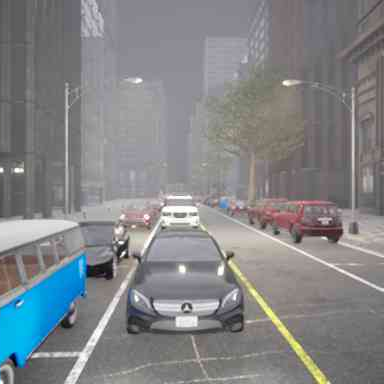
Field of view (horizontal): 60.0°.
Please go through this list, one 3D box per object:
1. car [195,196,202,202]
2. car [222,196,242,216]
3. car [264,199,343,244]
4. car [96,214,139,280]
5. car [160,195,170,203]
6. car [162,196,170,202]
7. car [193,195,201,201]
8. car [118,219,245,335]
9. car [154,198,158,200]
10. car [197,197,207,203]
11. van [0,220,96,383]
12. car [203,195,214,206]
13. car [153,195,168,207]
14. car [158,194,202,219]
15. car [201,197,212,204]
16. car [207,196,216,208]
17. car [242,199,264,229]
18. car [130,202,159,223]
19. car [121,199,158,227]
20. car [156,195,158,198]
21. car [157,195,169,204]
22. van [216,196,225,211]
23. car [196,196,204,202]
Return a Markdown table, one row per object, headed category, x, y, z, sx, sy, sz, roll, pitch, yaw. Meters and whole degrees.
| category | x | y | z | sx | sy | sz | roll | pitch | yaw |
| --- | --- | --- | --- | --- | --- | --- | --- | --- | --- |
| car | 1.713 | 1.853 | 89.216 | 1.802 | 1.307 | 4.206 | 0 | 0 | -3 |
| car | 4.497 | 1.500 | 32.891 | 1.967 | 1.590 | 4.097 | 0 | 0 | -3 |
| car | 5.331 | 1.339 | 15.993 | 2.192 | 1.841 | 5.009 | 0 | 0 | -3 |
| car | -2.906 | 1.576 | 9.954 | 1.947 | 1.339 | 4.313 | 0 | 0 | -3 |
| car | -6.245 | 1.531 | 77.538 | 2.192 | 1.841 | 5.009 | 0 | 0 | -3 |
| car | -6.523 | 1.786 | 83.169 | 1.887 | 1.381 | 4.507 | 0 | 0 | -3 |
| car | 1.435 | 1.739 | 94.850 | 1.967 | 1.590 | 4.097 | 0 | 0 | -3 |
| car | -0.185 | 1.533 | 6.912 | 1.812 | 1.442 | 4.674 | 0 | 0 | -3 |
| car | -4.297 | 1.651 | 38.115 | 1.802 | 1.307 | 4.206 | 0 | 0 | -3 |
| car | 2.270 | 1.785 | 77.951 | 1.947 | 1.339 | 4.313 | 0 | 0 | -3 |
| van | -2.627 | 1.344 | 4.322 | 1.690 | 1.788 | 3.998 | 0 | 0 | -3 |
| car | 3.383 | 1.689 | 55.420 | 1.947 | 1.339 | 4.313 | 0 | 0 | -3 |
| car | -5.133 | 1.435 | 55.010 | 2.192 | 1.841 | 5.009 | 0 | 0 | -3 |
| car | -0.775 | 1.254 | 20.966 | 2.150 | 2.045 | 5.566 | 0 | 0 | -2 |
| car | 2.827 | 1.715 | 66.686 | 1.887 | 1.381 | 4.507 | 0 | 0 | -3 |
| car | 3.661 | 1.683 | 49.789 | 1.802 | 1.307 | 4.206 | 0 | 0 | -3 |
| car | 5.053 | 1.350 | 21.625 | 2.192 | 1.841 | 5.009 | 0 | 0 | -3 |
| car | -3.741 | 1.589 | 26.850 | 1.887 | 1.381 | 4.507 | 0 | 0 | -3 |
| car | -3.463 | 1.472 | 21.219 | 1.967 | 1.590 | 4.097 | 0 | 0 | -3 |
| car | -4.846 | 1.623 | 49.209 | 1.752 | 1.417 | 4.829 | 0 | 0 | -3 |
| car | -5.689 | 1.483 | 66.274 | 2.192 | 1.841 | 5.009 | 0 | 0 | -3 |
| van | 4.219 | 1.413 | 38.524 | 1.690 | 1.788 | 3.998 | 0 | 0 | -3 |
| car | 1.983 | 1.770 | 83.754 | 1.752 | 1.417 | 4.829 | 0 | 0 | -3 |
